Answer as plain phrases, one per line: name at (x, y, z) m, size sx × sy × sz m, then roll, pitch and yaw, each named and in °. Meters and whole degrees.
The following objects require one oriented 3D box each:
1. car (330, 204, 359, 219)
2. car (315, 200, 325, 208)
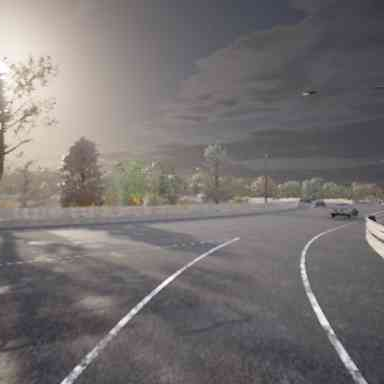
car at (15.995, 1.969, 34.770) m, size 2.033 × 1.411 × 5.357 m, roll 0°, pitch -1°, yaw 37°
car at (24.973, 2.265, 64.695) m, size 1.837 × 1.490 × 4.892 m, roll 1°, pitch 0°, yaw 21°
